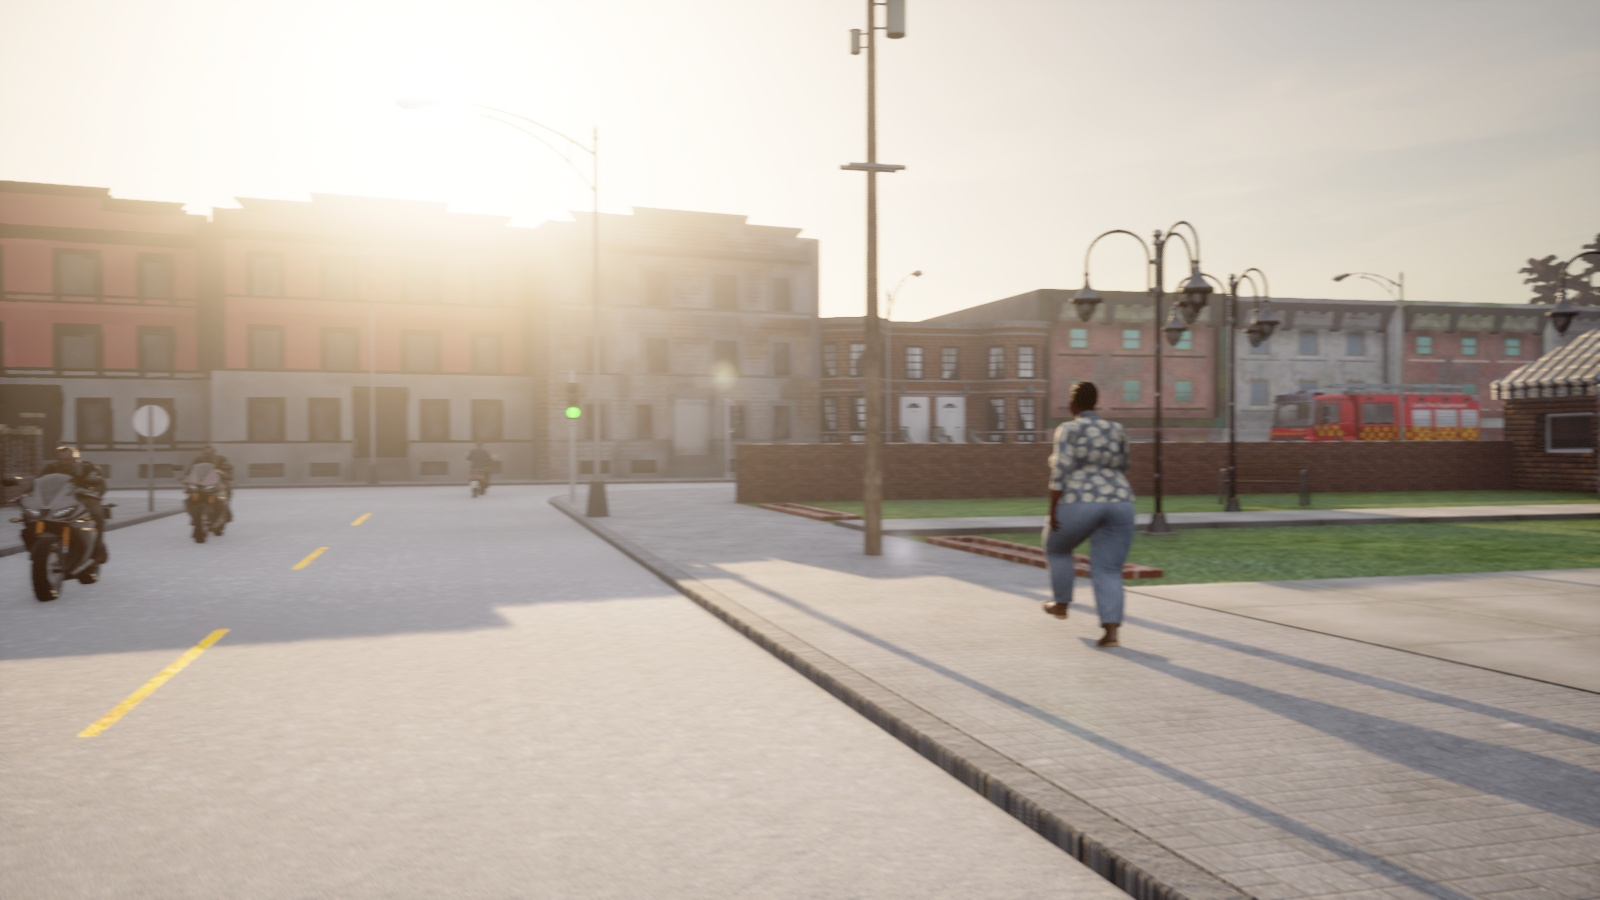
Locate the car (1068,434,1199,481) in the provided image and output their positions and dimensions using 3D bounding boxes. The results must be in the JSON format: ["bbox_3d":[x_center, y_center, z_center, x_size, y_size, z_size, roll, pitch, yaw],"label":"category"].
[{"bbox_3d":[13.087,0.283,49.363,4.553,1.767,2.097,0,0,-15],"label":"car"}]

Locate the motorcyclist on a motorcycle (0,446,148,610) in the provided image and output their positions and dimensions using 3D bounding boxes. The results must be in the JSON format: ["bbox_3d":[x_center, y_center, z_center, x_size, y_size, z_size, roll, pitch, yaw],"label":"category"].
[{"bbox_3d":[-7.407,0.726,12.887,0.866,1.530,2.191,0,0,-16],"label":"motorcyclist on a motorcycle"}]

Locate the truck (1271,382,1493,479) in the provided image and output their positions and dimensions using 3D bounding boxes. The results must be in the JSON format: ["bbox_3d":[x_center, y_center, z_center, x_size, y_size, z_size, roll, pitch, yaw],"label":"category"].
[{"bbox_3d":[24.177,-0.787,52.254,8.468,3.827,2.891,0,0,-15],"label":"truck"}]

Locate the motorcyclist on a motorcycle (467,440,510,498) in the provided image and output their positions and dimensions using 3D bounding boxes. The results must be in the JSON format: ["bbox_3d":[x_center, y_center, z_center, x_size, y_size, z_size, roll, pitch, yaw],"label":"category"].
[{"bbox_3d":[-8.785,0.517,35.471,0.866,1.590,1.817,1,0,-4],"label":"motorcyclist on a motorcycle"}]

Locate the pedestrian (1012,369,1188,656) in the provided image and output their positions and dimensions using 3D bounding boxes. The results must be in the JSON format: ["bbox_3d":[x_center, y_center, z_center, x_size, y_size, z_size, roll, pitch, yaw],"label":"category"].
[{"bbox_3d":[2.038,0.400,8.635,0.874,1.855,0.900,0,0,-12],"label":"pedestrian"}]

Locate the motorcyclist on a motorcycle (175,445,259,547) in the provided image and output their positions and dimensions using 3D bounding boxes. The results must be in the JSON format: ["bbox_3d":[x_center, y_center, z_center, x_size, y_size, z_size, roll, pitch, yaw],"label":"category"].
[{"bbox_3d":[-9.249,0.690,20.013,0.866,1.530,2.191,0,0,-16],"label":"motorcyclist on a motorcycle"}]
